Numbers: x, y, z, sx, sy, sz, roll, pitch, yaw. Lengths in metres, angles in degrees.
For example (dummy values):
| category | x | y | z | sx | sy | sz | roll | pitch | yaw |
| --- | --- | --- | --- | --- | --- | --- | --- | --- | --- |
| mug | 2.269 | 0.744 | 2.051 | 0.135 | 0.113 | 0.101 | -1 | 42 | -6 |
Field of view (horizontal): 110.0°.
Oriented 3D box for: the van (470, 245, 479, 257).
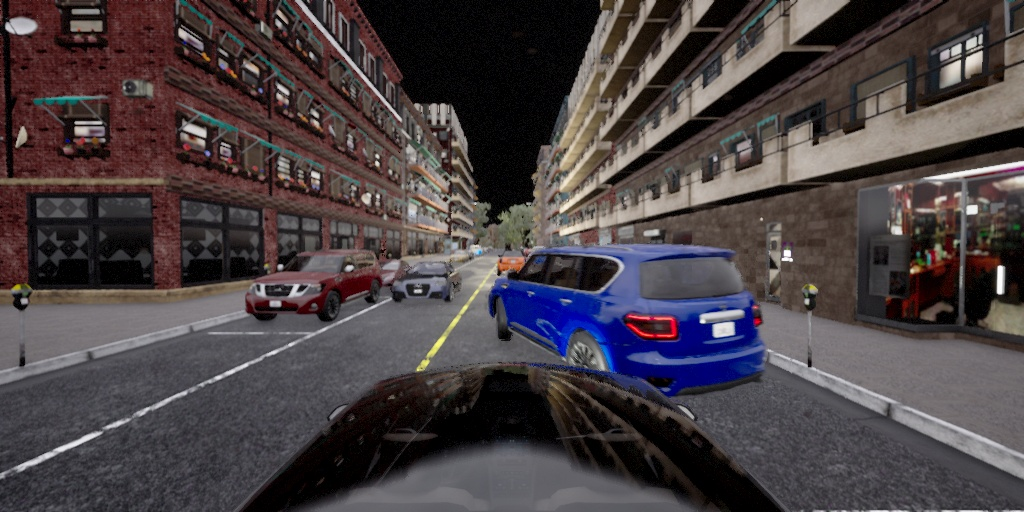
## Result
| category | x | y | z | sx | sy | sz | roll | pitch | yaw |
| --- | --- | --- | --- | --- | --- | --- | --- | --- | --- |
| van | -5.699 | -0.759 | 55.686 | 1.690 | 1.789 | 3.998 | 0 | 0 | 0 |

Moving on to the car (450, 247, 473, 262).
| category | x | y | z | sx | sy | sz | roll | pitch | yaw |
| --- | --- | --- | --- | --- | --- | --- | --- | --- | --- |
| car | -5.695 | -0.003 | 38.812 | 1.751 | 1.417 | 4.829 | 0 | 0 | 0 |

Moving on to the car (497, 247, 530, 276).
| category | x | y | z | sx | sy | sz | roll | pitch | yaw |
| --- | --- | --- | --- | --- | --- | --- | --- | --- | --- |
| car | 0.084 | 0.303 | 24.966 | 2.097 | 1.767 | 4.553 | 0 | 2 | 0 |

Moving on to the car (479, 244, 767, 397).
| category | x | y | z | sx | sy | sz | roll | pitch | yaw |
| --- | --- | --- | --- | --- | --- | --- | --- | --- | --- |
| car | 1.330 | 0.810 | 6.431 | 2.150 | 2.045 | 5.566 | -2 | 3 | -22 |

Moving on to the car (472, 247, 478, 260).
| category | x | y | z | sx | sy | sz | roll | pitch | yaw |
| --- | --- | --- | --- | --- | --- | --- | --- | --- | --- |
| car | -5.696 | -0.153 | 44.550 | 1.948 | 1.339 | 4.313 | 0 | 0 | 0 |

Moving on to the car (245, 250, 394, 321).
| category | x | y | z | sx | sy | sz | roll | pitch | yaw |
| --- | --- | --- | --- | --- | --- | --- | --- | --- | --- |
| car | -5.690 | 0.741 | 11.143 | 2.192 | 1.841 | 5.009 | 0 | 0 | 0 |

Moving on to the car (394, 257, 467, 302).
| category | x | y | z | sx | sy | sz | roll | pitch | yaw |
| --- | --- | --- | --- | --- | --- | --- | --- | --- | --- |
| car | -3.100 | 0.898 | 13.810 | 1.994 | 1.385 | 4.181 | 0 | 2 | 0 |
